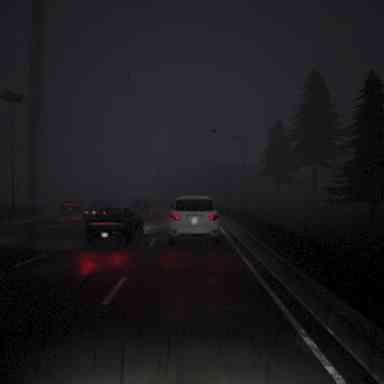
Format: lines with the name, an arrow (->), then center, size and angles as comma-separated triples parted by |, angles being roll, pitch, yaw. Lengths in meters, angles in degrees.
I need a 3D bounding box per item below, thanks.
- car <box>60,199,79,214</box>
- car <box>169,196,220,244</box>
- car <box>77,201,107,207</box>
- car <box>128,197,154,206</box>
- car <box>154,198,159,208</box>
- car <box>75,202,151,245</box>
car -> -12.233, 1.414, 33.829 | 2.128, 1.511, 4.902 | 0, 0, -17
car -> 0.104, 1.184, 15.773 | 2.150, 2.045, 5.566 | 0, 0, 0
car -> -7.039, 1.488, 25.997 | 2.033, 1.411, 5.357 | 0, 0, -3
car -> -6.228, 1.389, 38.549 | 1.882, 1.535, 5.008 | 1, 0, -22
car -> -6.241, 1.419, 46.519 | 1.812, 1.442, 4.674 | 1, 0, -31
car -> -3.396, 1.456, 15.354 | 2.128, 1.511, 4.902 | 0, 0, 0
